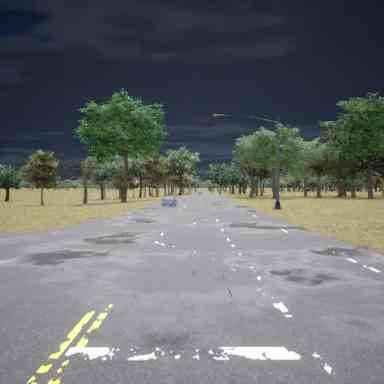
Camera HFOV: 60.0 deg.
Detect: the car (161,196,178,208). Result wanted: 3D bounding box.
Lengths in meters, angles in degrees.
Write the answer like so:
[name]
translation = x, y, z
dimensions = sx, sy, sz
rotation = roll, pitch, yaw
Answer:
[car]
translation = -2.825, 1.238, 42.509
dimensions = 1.812, 1.442, 4.674
rotation = 0, 1, 2
